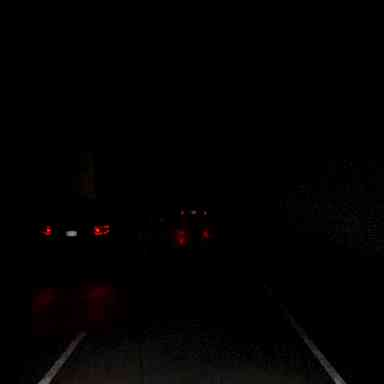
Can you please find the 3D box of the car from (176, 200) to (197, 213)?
[{"bbox_3d":[-0.744,1.720,41.838,2.033,1.411,5.357,0,0,-7],"label":"car"}]

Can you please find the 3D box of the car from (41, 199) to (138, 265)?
[{"bbox_3d":[-3.384,1.271,12.045,2.150,2.045,5.566,0,0,0],"label":"car"}]

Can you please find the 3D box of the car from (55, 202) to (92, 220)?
[{"bbox_3d":[-10.690,1.689,30.292,1.994,1.385,4.181,0,0,-2],"label":"car"}]

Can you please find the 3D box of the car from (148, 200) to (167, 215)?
[{"bbox_3d":[-3.703,1.640,36.008,2.128,1.511,4.902,0,0,-3],"label":"car"}]

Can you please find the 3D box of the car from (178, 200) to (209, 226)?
[{"bbox_3d":[0.130,1.454,24.647,2.097,1.767,4.553,0,0,0],"label":"car"}]

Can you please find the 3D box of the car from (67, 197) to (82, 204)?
[{"bbox_3d":[-25.093,1.716,70.974,1.994,1.385,4.181,0,0,-33],"label":"car"}]

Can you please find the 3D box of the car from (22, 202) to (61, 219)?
[{"bbox_3d":[-14.224,1.694,31.700,1.994,1.385,4.181,0,0,-2],"label":"car"}]
